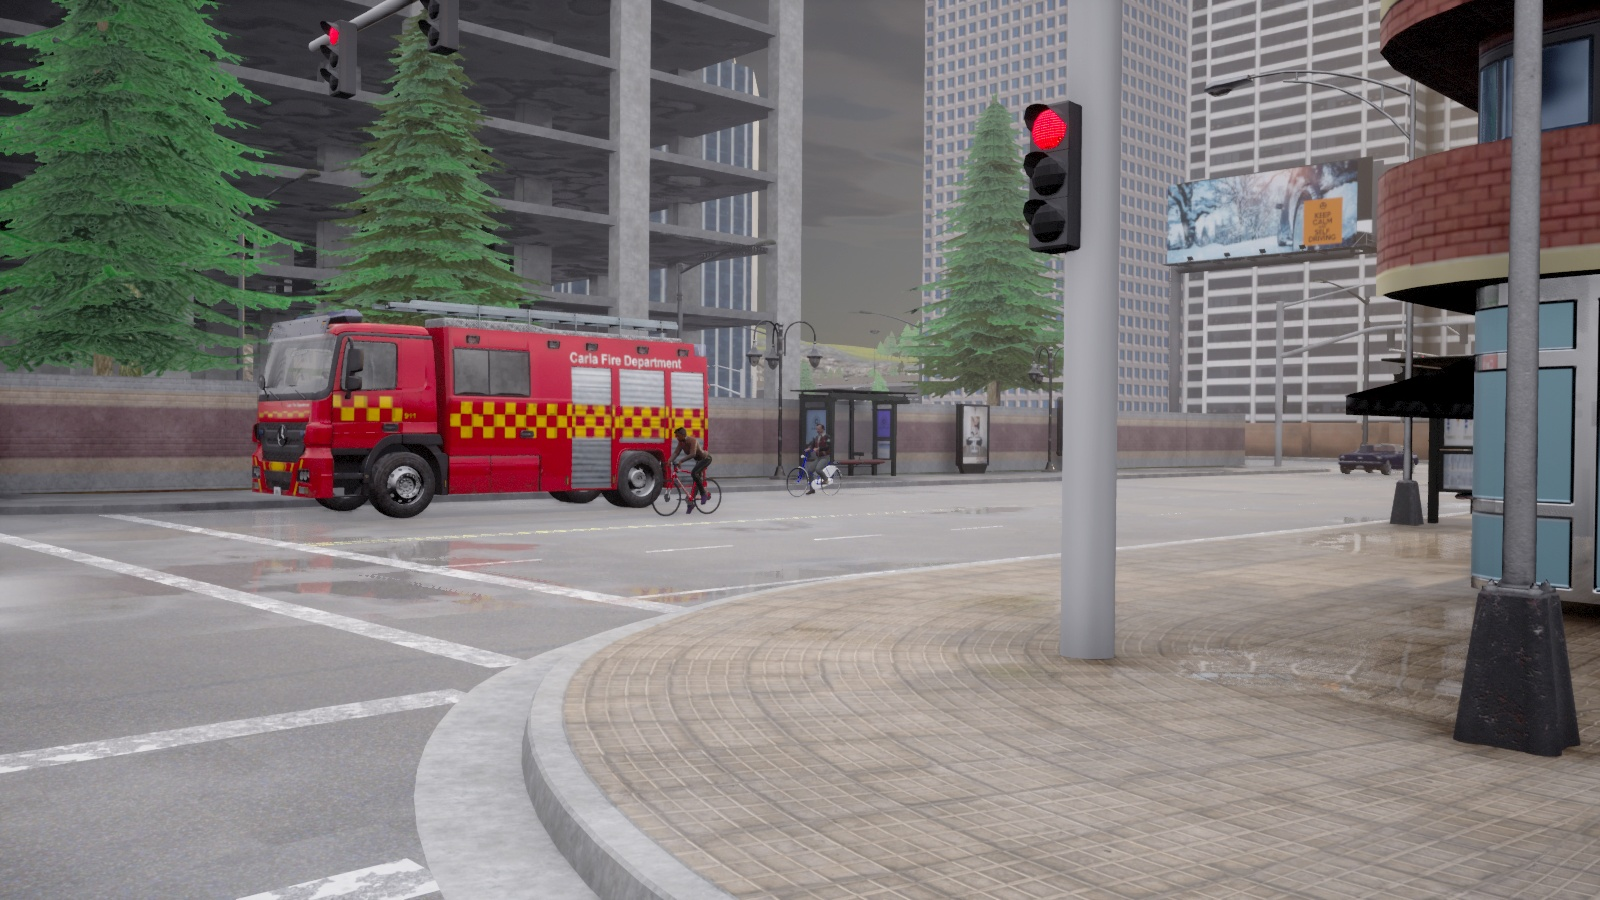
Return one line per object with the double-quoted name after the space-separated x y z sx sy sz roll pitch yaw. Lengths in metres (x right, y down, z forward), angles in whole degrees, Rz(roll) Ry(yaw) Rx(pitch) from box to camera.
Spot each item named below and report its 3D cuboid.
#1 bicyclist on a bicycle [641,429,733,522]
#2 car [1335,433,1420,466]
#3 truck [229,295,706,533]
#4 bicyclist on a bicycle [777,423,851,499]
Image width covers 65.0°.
-2.060 0.443 23.091 1.656 1.620 0.582 -2 1 -44 "bicyclist on a bicycle"
24.407 -0.058 53.020 1.895 1.301 4.718 0 1 43 "car"
-6.031 -0.653 24.140 8.468 3.827 2.891 -1 1 -44 "truck"
0.346 0.242 30.206 1.843 1.776 0.659 -1 1 -44 "bicyclist on a bicycle"
